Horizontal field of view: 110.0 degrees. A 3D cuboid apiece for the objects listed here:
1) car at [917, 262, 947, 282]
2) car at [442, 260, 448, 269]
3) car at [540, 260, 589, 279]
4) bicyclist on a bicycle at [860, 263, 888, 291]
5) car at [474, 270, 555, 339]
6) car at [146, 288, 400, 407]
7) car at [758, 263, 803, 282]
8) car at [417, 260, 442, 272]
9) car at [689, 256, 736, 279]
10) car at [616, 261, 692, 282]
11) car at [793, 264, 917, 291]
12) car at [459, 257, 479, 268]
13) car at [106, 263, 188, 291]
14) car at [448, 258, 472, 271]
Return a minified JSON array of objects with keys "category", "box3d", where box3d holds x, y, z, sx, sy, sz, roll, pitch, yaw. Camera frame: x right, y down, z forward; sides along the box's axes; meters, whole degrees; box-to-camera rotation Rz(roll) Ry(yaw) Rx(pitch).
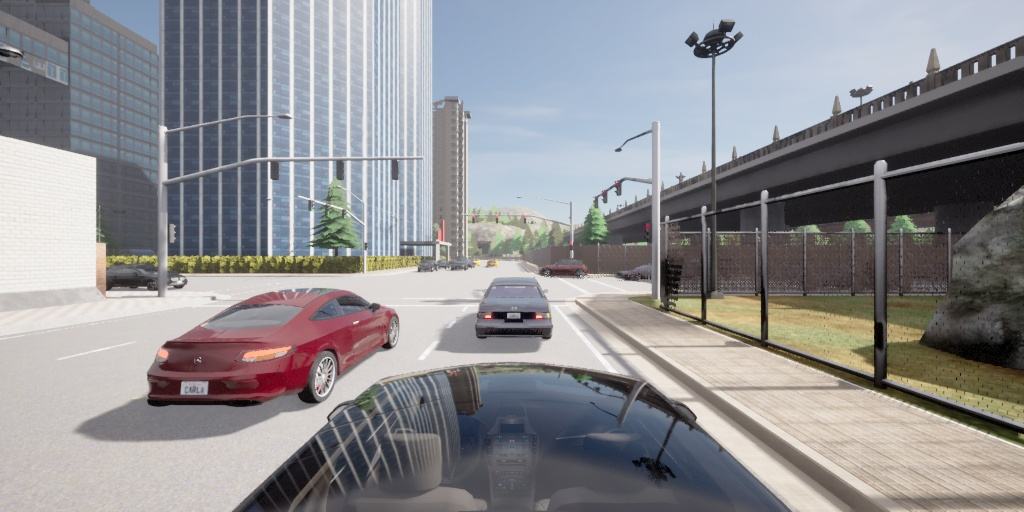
[{"category":"car","box3d":[34.577,1.311,29.243,4.892,1.490,1.837,0,0,0]},{"category":"car","box3d":[-10.693,1.276,55.011,1.812,1.442,4.674,0,0,0]},{"category":"car","box3d":[4.916,1.142,33.890,4.553,1.767,2.097,0,0,18]},{"category":"bicyclist on a bicycle","box3d":[18.266,1.106,18.208,0.582,1.620,1.656,0,0,0]},{"category":"car","box3d":[0.079,1.297,10.031,2.033,1.411,5.357,0,0,1]},{"category":"car","box3d":[-3.450,1.276,6.211,1.812,1.442,4.674,0,0,0]},{"category":"car","box3d":[22.706,1.297,29.207,4.902,1.511,2.128,0,0,0]},{"category":"car","box3d":[-10.680,1.255,45.772,1.837,1.490,4.892,0,0,0]},{"category":"car","box3d":[17.398,1.026,32.694,5.566,2.045,2.150,0,0,-1]},{"category":"car","box3d":[11.308,1.353,29.163,5.357,1.411,2.033,0,0,0]},{"category":"car","box3d":[20.895,1.353,22.002,5.357,1.411,2.033,0,0,0]},{"category":"car","box3d":[-7.186,1.297,58.783,2.033,1.411,5.357,0,0,0]},{"category":"car","box3d":[-22.584,1.331,21.840,4.674,1.442,1.812,0,0,0]},{"category":"car","box3d":[-7.180,1.314,49.545,1.994,1.385,4.181,0,0,0]}]
